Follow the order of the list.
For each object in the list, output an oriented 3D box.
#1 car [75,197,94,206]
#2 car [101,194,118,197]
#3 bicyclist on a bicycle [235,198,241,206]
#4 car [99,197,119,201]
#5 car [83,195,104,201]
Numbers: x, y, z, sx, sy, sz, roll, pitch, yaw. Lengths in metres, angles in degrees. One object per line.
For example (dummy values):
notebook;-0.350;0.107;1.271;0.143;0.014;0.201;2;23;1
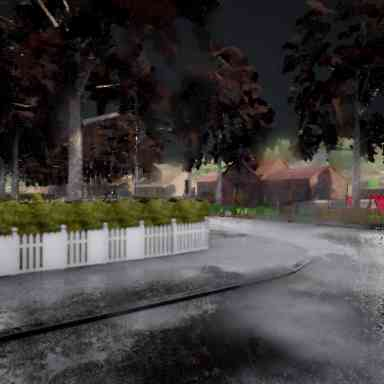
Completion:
car;-18.937;1.584;58.428;1.812;1.442;4.674;0;0;-36
car;-12.799;1.280;49.912;2.150;2.045;5.566;0;0;-35
bicyclist on a bicycle;4.449;1.419;33.104;1.656;1.620;0.582;0;0;-36
car;-8.071;1.593;36.178;2.033;1.411;5.357;0;0;-36
car;-13.976;1.537;44.482;2.128;1.511;4.902;0;0;-35
